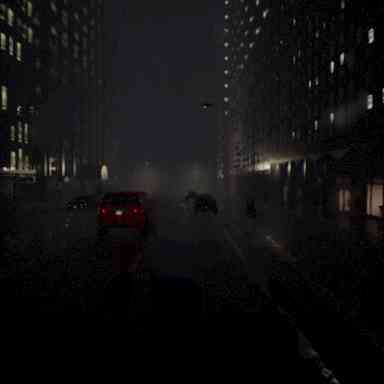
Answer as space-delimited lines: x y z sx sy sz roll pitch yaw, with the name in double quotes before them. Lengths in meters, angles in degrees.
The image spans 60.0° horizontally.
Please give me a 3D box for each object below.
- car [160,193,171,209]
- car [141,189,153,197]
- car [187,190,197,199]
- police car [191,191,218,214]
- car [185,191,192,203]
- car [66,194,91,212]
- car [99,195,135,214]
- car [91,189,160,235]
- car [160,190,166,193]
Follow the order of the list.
"car" -3.157 1.043 34.122 1.895 1.301 4.718 0 1 0
"car" -9.766 0.222 72.106 1.882 1.535 5.008 0 1 0
"car" -0.013 0.461 61.650 1.882 1.535 5.008 0 1 0
"police car" 1.131 0.955 28.836 1.930 1.638 5.238 0 1 0
"car" -0.001 0.715 47.961 1.837 1.490 4.892 0 0 0
"car" -9.845 1.011 30.356 1.837 1.490 4.892 0 0 0
"car" -6.600 1.059 29.927 2.033 1.411 5.357 0 1 0
"car" -3.156 0.945 17.033 2.150 2.045 5.566 0 1 0
"car" -6.516 0.300 69.889 1.882 1.535 5.008 0 1 0
